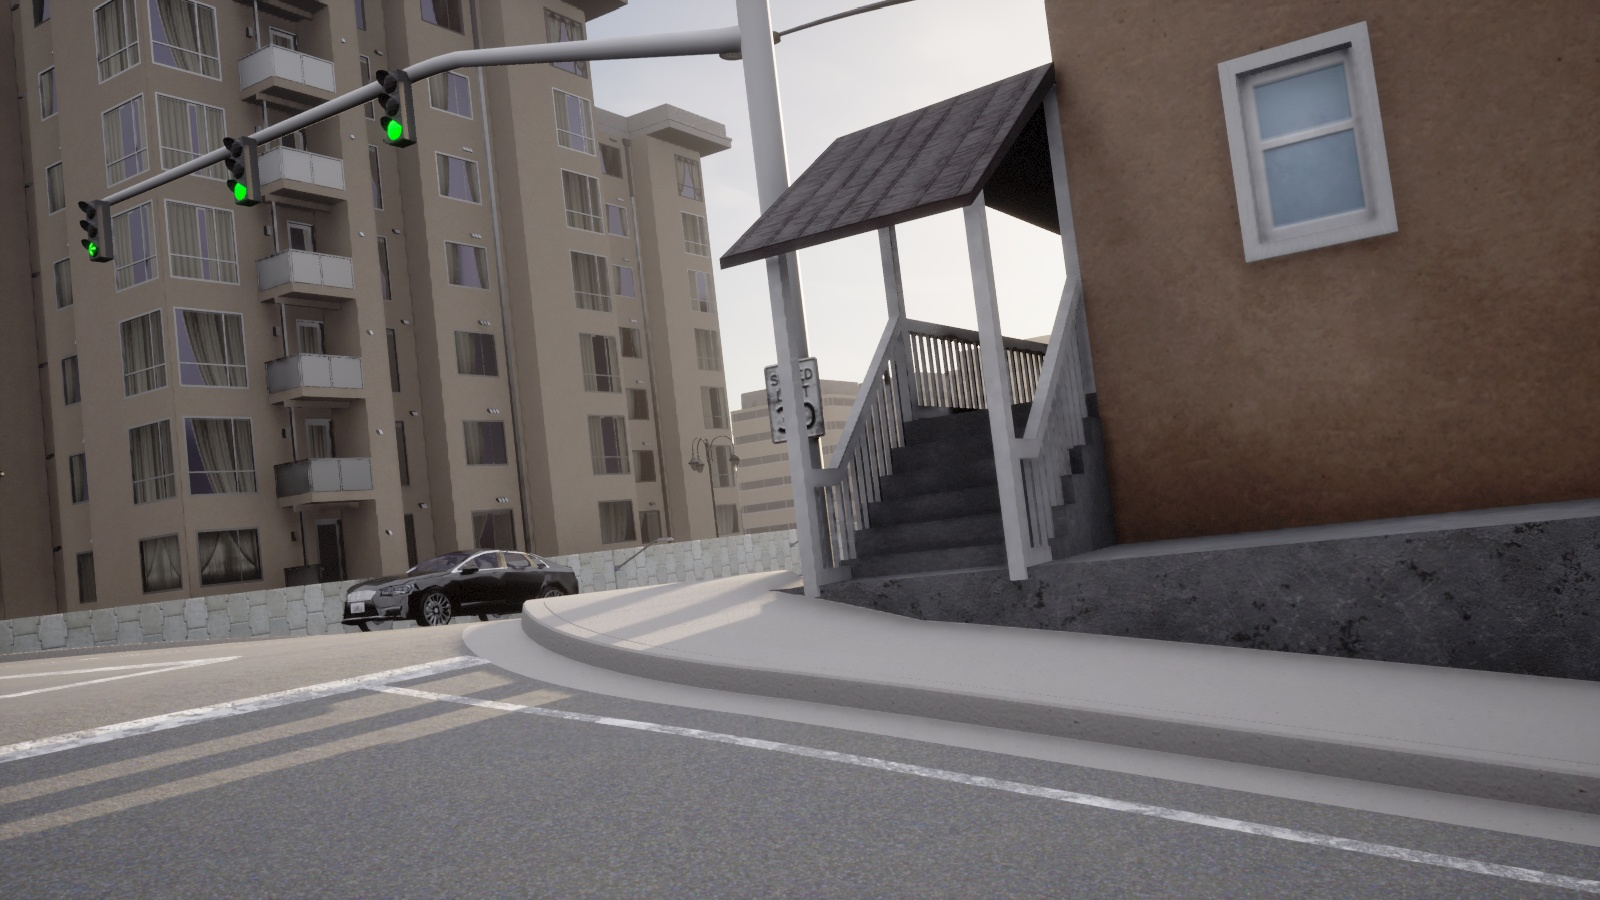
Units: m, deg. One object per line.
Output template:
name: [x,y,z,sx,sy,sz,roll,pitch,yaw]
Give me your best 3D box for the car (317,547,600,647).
car: [-6.305,2.718,23.756,2.128,1.511,4.902,-10,-9,33]
